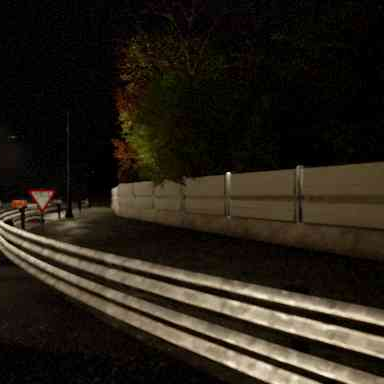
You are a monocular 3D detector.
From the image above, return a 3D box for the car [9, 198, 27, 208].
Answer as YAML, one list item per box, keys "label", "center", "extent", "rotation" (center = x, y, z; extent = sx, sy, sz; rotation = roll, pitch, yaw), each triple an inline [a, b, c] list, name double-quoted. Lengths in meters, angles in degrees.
- label: "car"
  center: [-31.229, 1.881, 60.199]
  extent: [2.097, 1.767, 4.553]
  rotation: [0, 0, -19]
